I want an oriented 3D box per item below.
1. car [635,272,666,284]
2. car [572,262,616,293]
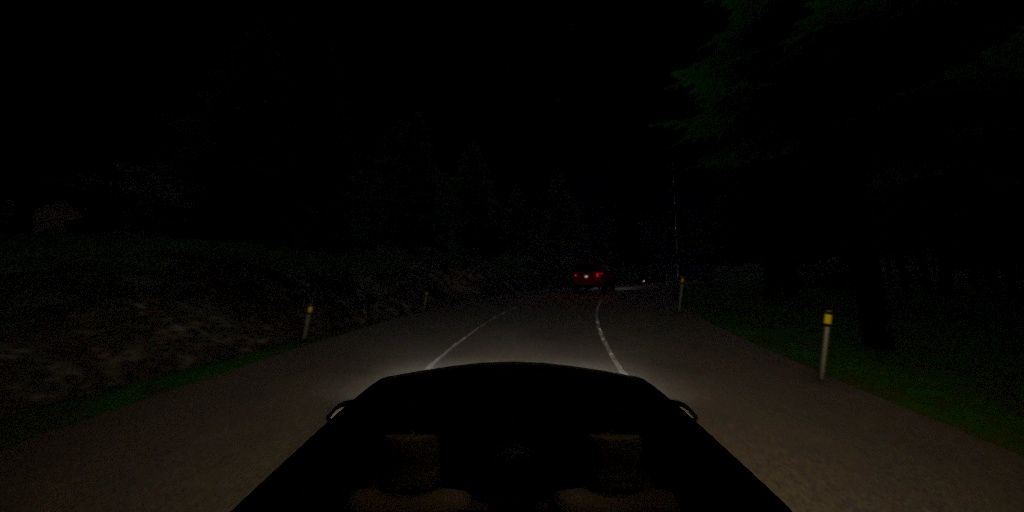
[{"bbox_3d":[14.931,2.331,38.256,1.895,1.301,4.718,-6,-6,42],"label":"car"},{"bbox_3d":[5.751,1.447,24.886,2.150,2.045,5.566,-3,-3,24],"label":"car"}]
